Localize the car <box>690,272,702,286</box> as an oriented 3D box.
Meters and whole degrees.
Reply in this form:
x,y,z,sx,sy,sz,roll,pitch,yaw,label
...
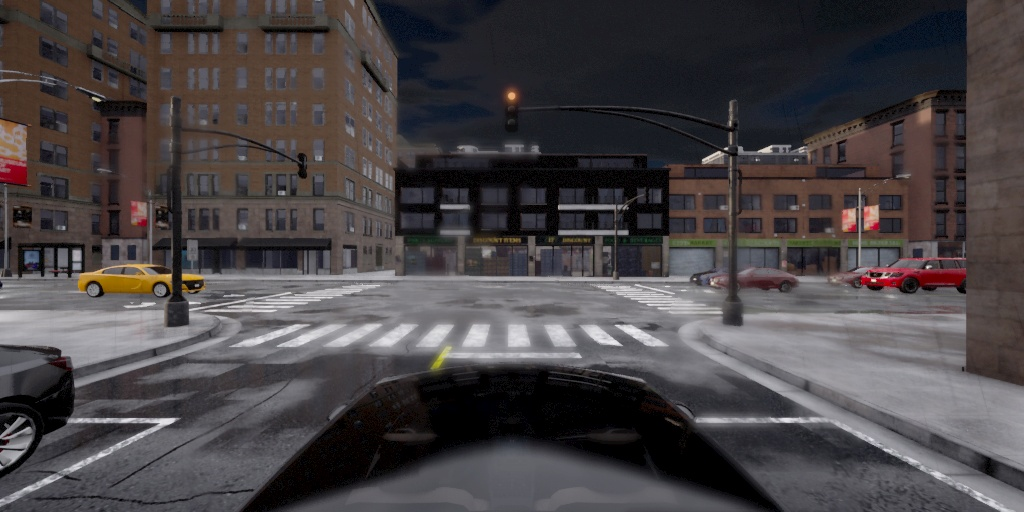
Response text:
x,y,z,sx,sy,sz,roll,pitch,yaw,label
14.405,1.394,24.260,4.181,1.385,1.994,0,0,0,car

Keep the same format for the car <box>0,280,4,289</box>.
x,y,z,sx,sy,sz,roll,pitch,yaw,label
-27.853,1.150,17.346,4.674,1.442,1.812,0,0,0,car

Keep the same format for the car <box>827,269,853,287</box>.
x,y,z,sx,sy,sz,roll,pitch,yaw,label
24.167,1.407,24.298,4.674,1.442,1.812,0,0,0,car

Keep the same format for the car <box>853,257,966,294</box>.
x,y,z,sx,sy,sz,roll,pitch,yaw,label
23.999,1.102,21.043,5.566,2.045,2.150,0,0,0,car

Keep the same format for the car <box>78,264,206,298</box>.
x,y,z,sx,sy,sz,roll,pitch,yaw,label
-17.787,1.149,17.396,5.008,1.535,1.882,0,0,0,car

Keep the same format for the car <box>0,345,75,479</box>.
x,y,z,sx,sy,sz,roll,pitch,yaw,label
-5.387,1.316,1.910,1.948,1.339,4.313,0,0,0,car

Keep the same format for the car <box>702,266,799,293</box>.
x,y,z,sx,sy,sz,roll,pitch,yaw,label
14.105,1.354,21.008,4.674,1.442,1.812,0,0,1,car

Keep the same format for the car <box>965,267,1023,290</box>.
x,y,z,sx,sy,sz,roll,pitch,yaw,label
34.121,1.498,24.352,4.181,1.385,1.994,0,0,0,car
